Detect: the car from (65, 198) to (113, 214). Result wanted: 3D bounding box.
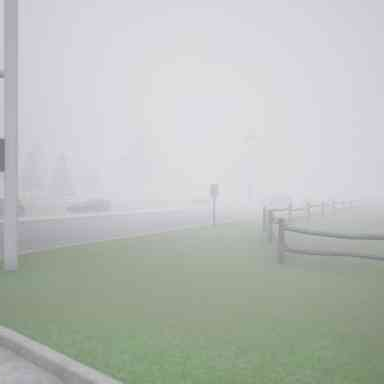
[{"bbox_3d":[-11.021,1.601,35.528,1.895,1.301,4.718,0,0,35],"label":"car"}]

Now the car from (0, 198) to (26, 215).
[{"bbox_3d":[-18.231,1.352,31.250,2.097,1.767,4.553,0,0,35],"label":"car"}]

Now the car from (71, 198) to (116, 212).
[{"bbox_3d":[-11.890,1.492,40.423,2.128,1.511,4.902,0,0,35],"label":"car"}]

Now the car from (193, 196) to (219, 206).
[{"bbox_3d":[2.735,1.507,55.288,1.837,1.490,4.892,0,-1,35],"label":"car"}]

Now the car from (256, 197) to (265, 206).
[{"bbox_3d":[12.125,1.564,54.544,1.994,1.385,4.181,0,0,36],"label":"car"}]

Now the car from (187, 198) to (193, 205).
[{"bbox_3d":[1.079,1.492,59.000,2.128,1.511,4.902,0,0,36],"label":"car"}]

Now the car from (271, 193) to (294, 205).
[{"bbox_3d":[16.624,1.221,60.822,2.150,2.045,5.566,0,0,36],"label":"car"}]

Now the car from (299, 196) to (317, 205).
[{"bbox_3d":[21.461,1.505,61.337,1.837,1.490,4.892,0,0,36],"label":"car"}]

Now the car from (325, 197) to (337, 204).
[{"bbox_3d":[24.612,1.564,59.719,1.994,1.385,4.181,0,0,36],"label":"car"}]

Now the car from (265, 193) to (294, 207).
[{"bbox_3d":[13.614,1.221,50.486,2.150,2.045,5.566,0,0,35],"label":"car"}]

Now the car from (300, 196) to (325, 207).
[{"bbox_3d":[18.367,1.478,51.099,1.882,1.535,5.008,0,0,36],"label":"car"}]
